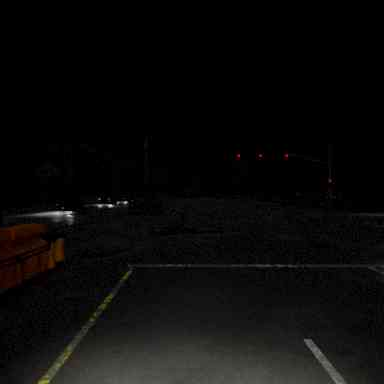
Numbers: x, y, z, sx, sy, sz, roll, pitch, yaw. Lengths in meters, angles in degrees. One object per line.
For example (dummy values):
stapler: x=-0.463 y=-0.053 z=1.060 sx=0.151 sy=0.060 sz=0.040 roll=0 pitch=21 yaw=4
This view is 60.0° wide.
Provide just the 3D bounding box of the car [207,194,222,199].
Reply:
car: x=6.915 y=1.145 z=94.695 sx=2.033 sy=1.411 sz=5.357 roll=0 pitch=0 yaw=-18

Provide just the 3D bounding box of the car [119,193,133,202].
car: x=-13.983 y=1.224 z=68.019 sx=1.837 sy=1.490 sz=4.892 roll=0 pitch=0 yaw=0

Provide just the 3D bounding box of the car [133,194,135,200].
car: x=-14.568 y=1.034 z=78.139 sx=2.097 sy=1.767 sz=4.553 roll=0 pitch=0 yaw=-6

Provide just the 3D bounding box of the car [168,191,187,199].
car: x=-4.255 y=0.822 z=95.251 sx=2.150 sy=2.045 sz=5.566 roll=0 pitch=0 yaw=-22

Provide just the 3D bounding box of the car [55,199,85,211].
car: x=-14.090 y=1.454 z=38.531 sx=1.895 sy=1.301 sz=4.718 roll=0 pitch=0 yaw=0

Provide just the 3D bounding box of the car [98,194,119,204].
car: x=-14.070 y=1.131 z=55.342 sx=2.097 sy=1.767 sz=4.553 roll=0 pitch=0 yaw=0
